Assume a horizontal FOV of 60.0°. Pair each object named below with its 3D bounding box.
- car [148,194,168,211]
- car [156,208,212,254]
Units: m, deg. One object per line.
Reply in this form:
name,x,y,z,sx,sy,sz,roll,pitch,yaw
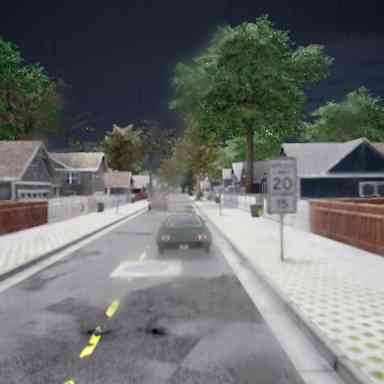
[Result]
car,-3.852,1.162,38.494,2.097,1.767,4.553,-1,0,-2
car,-0.324,1.524,13.177,1.895,1.301,4.718,-1,0,-2
